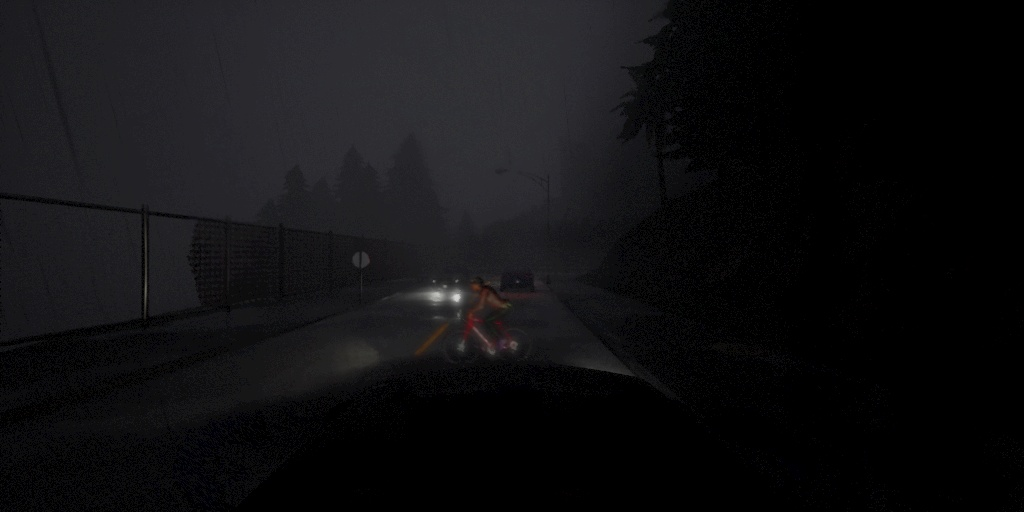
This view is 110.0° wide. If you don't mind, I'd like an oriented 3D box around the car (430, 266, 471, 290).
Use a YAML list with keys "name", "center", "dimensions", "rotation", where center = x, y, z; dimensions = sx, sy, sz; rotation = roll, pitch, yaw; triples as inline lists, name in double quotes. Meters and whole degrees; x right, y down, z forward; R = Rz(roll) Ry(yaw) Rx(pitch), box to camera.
- name: "car"
  center: [-3.760, 1.341, 23.041]
  dimensions: [2.033, 1.411, 5.357]
  rotation: [0, 0, 1]

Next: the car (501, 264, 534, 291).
- name: "car"
  center: [0.347, 1.270, 22.362]
  dimensions: [1.882, 1.535, 5.008]
  rotation: [0, 0, 1]

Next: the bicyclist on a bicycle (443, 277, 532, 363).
- name: "bicyclist on a bicycle"
  center: [-0.465, 1.206, 6.602]
  dimensions: [1.656, 1.620, 0.582]
  rotation: [-2, 0, 0]
